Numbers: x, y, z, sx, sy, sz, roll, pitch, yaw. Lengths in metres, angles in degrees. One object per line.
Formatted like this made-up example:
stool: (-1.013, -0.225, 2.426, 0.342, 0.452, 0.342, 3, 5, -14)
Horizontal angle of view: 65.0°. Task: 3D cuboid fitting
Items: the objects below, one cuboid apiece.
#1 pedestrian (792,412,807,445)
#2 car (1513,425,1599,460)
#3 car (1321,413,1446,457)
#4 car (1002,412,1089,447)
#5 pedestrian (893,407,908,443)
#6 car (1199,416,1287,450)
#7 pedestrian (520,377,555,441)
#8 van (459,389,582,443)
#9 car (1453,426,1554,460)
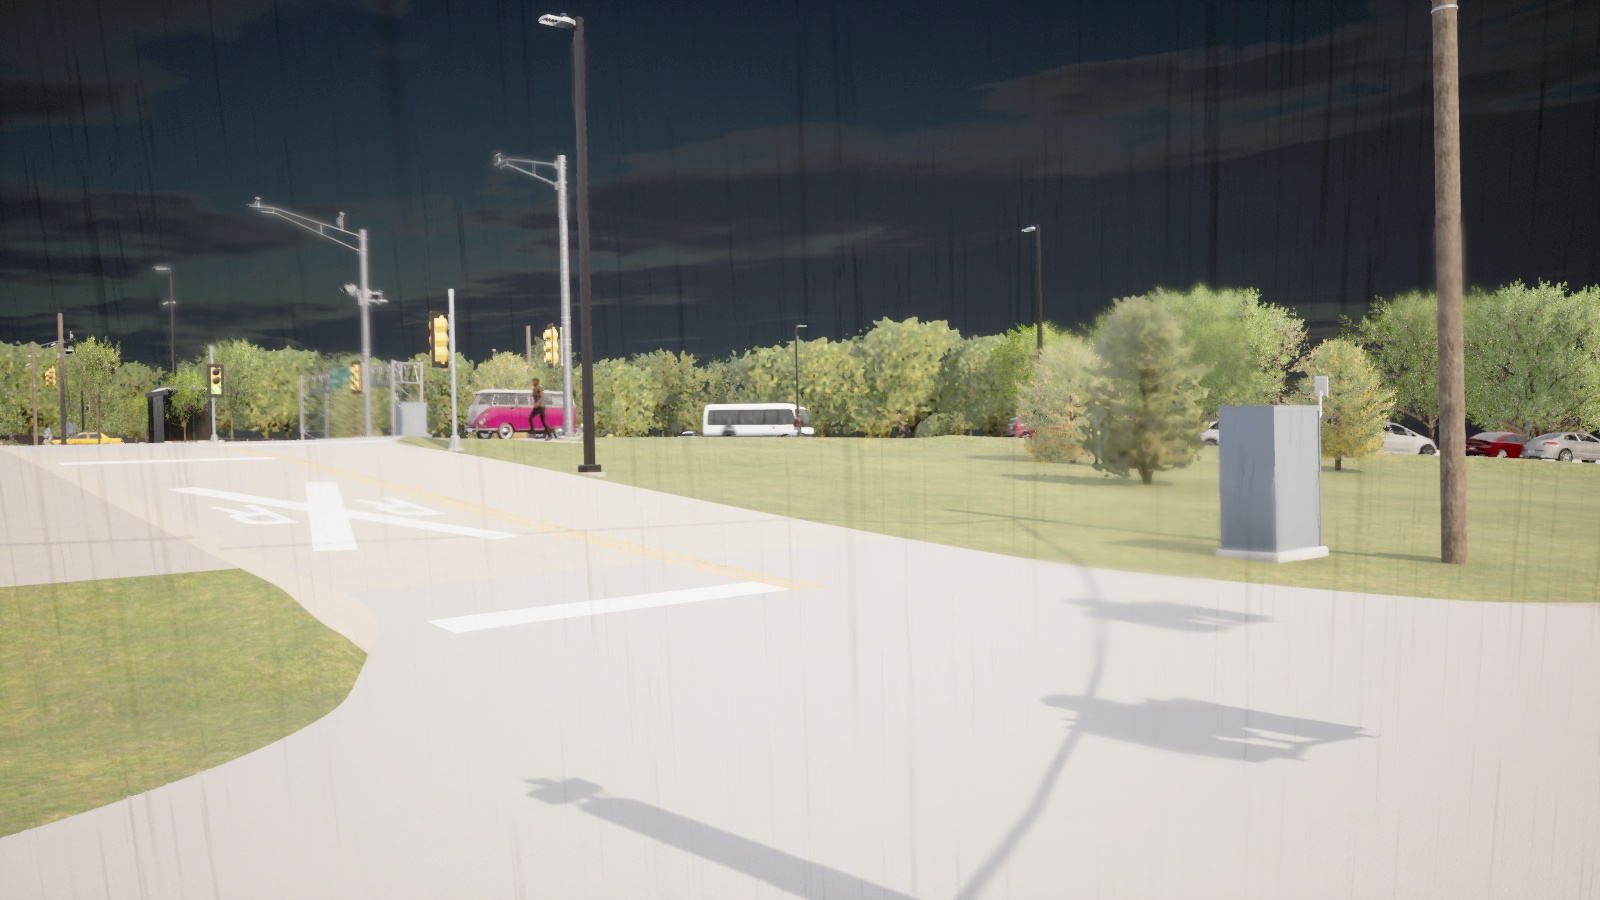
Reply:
pedestrian: (-0.043, -1.240, 71.988, 0.720, 1.854, 0.376, -1, 1, 43)
car: (37.630, -0.356, 61.043, 5.027, 1.651, 2.152, 0, 0, -13)
car: (26.533, -0.687, 57.201, 4.611, 1.667, 2.242, 3, 3, -11)
car: (11.887, -0.962, 60.784, 3.705, 1.549, 1.789, 1, -1, -11)
pedestrian: (5.437, -1.344, 67.950, 0.692, 1.930, 0.396, -1, 1, 33)
car: (22.091, -0.864, 62.617, 3.988, 1.617, 1.851, 1, 2, 22)
pedestrian: (-7.474, -1.158, 35.758, 0.869, 1.805, 0.328, -2, 1, -40)
van: (-10.939, -1.311, 49.342, 1.775, 1.987, 4.442, -1, 0, 44)
car: (36.639, -0.361, 65.393, 5.008, 1.535, 1.882, 0, 7, -25)
